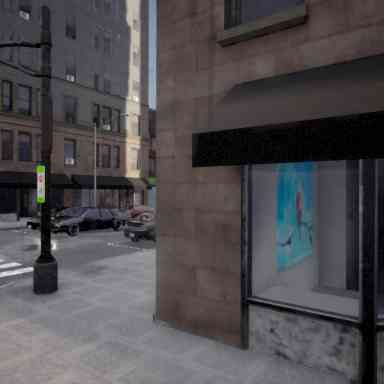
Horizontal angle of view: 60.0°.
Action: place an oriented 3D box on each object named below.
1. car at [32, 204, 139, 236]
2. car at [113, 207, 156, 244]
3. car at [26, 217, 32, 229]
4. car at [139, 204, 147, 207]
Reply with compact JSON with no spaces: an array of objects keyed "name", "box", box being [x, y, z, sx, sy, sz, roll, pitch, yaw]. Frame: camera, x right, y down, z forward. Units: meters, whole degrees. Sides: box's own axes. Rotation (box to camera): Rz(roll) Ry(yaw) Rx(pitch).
[{"name":"car","box":[-5.761,1.553,18.798,2.033,1.411,5.357,0,0,35]},{"name":"car","box":[-1.245,1.573,15.680,2.008,1.369,4.403,0,0,35]},{"name":"car","box":[-7.786,1.563,20.329,1.947,1.339,4.313,0,0,35]},{"name":"car","box":[-4.495,1.583,24.961,1.802,1.307,4.206,0,0,35]}]
